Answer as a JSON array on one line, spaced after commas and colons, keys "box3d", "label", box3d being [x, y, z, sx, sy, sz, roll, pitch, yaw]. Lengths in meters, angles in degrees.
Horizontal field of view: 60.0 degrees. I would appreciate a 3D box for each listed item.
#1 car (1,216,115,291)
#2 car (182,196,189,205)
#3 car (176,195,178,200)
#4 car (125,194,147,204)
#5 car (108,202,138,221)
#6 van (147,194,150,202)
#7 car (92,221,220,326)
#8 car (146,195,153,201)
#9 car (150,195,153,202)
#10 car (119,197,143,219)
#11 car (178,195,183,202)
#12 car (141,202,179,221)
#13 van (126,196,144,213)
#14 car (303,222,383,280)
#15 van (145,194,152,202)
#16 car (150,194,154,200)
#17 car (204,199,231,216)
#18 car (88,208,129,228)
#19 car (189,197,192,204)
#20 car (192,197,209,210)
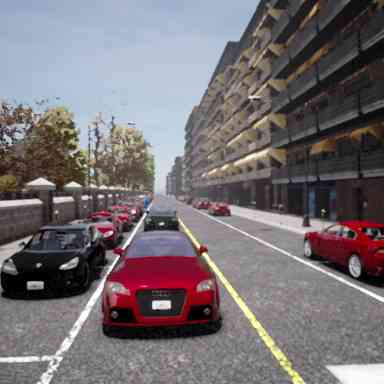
[{"box3d": [-3.460, 1.564, 9.059, 1.947, 1.339, 4.313, 0, 0, -6], "label": "car"}, {"box3d": [-0.156, 1.608, 60.312, 1.947, 1.339, 4.313, 0, 0, -6], "label": "car"}, {"box3d": [-2.410, 1.608, 82.890, 1.752, 1.417, 4.829, 0, 0, -6], "label": "car"}, {"box3d": [-5.698, 1.324, 31.466, 2.192, 1.841, 5.009, 0, 0, -6], "label": "car"}, {"box3d": [-4.579, 1.542, 20.262, 1.887, 1.381, 4.507, 0, 0, -6], "label": "car"}, {"box3d": [-7.376, 1.370, 48.274, 1.690, 1.788, 3.998, 0, 0, -6], "label": "van"}, {"box3d": [-0.661, 1.562, 7.124, 1.994, 1.385, 4.181, 0, 0, -5], "label": "car"}, {"box3d": [-11.851, 1.655, 93.093, 1.887, 1.381, 4.507, 0, 0, -6], "label": "car"}, {"box3d": [-8.495, 1.610, 59.479, 1.947, 1.339, 4.313, 0, 0, -6], "label": "car"}, {"box3d": [-5.138, 1.443, 25.862, 1.967, 1.590, 4.097, 0, 0, -6], "label": "car"}, {"box3d": [-1.275, 1.500, 71.516, 1.967, 1.590, 4.097, 0, 0, -6], "label": "car"}, {"box3d": [-1.857, 1.560, 20.151, 1.994, 1.385, 4.181, 0, 0, -6], "label": "car"}, {"box3d": [-6.257, 1.357, 37.069, 1.690, 1.788, 3.998, 0, 0, -6], "label": "van"}, {"box3d": [4.879, 1.541, 9.891, 1.887, 1.381, 4.507, 0, 0, -6], "label": "car"}, {"box3d": [-10.732, 1.426, 81.887, 1.690, 1.788, 3.998, 0, 0, -6], "label": "van"}, {"box3d": [-9.613, 1.377, 70.683, 2.192, 1.841, 5.009, 0, 0, -6], "label": "car"}, {"box3d": [2.641, 1.589, 32.298, 1.802, 1.307, 4.206, 0, 0, -6], "label": "car"}, {"box3d": [-4.020, 1.579, 14.662, 1.802, 1.307, 4.206, 0, 0, -6], "label": "car"}, {"box3d": [0.963, 1.609, 49.107, 1.802, 1.307, 4.206, 0, 0, -6], "label": "car"}, {"box3d": [1.522, 1.461, 43.504, 1.967, 1.590, 4.097, 0, 0, -6], "label": "car"}]
